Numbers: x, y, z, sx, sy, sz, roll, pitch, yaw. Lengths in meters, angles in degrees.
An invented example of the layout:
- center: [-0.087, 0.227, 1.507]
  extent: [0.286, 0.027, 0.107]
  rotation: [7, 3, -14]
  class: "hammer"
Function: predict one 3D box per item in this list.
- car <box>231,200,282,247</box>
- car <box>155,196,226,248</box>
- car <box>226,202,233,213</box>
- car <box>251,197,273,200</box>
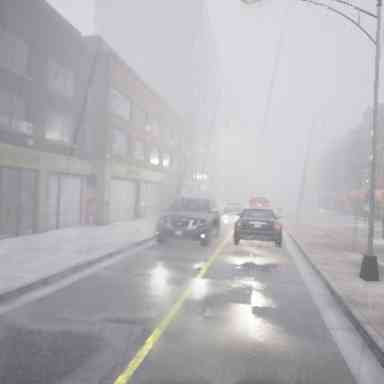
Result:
- center: [3.238, 1.489, 16.306]
  extent: [2.097, 1.767, 4.553]
  rotation: [2, 0, 11]
  class: "car"
- center: [0.055, 1.235, 15.420]
  extent: [2.150, 2.045, 5.566]
  rotation: [2, 0, 12]
  class: "car"
- center: [4.946, 1.829, 39.065]
  extent: [1.895, 1.301, 4.718]
  rotation: [2, 0, 12]
  class: "car"
- center: [7.295, 1.536, 36.202]
  extent: [2.150, 2.045, 5.566]
  rotation: [2, 0, 12]
  class: "car"
